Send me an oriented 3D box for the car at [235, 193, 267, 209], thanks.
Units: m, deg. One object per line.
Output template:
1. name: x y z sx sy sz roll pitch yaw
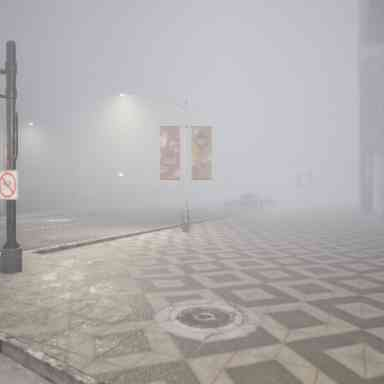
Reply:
1. car: 8.202 1.189 45.830 2.150 2.045 5.566 0 0 26

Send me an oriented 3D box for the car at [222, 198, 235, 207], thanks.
1. car: 6.150 1.571 49.048 1.895 1.301 4.718 0 0 27

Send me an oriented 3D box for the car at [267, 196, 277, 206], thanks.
1. car: 12.719 1.449 55.159 2.128 1.511 4.902 0 0 26

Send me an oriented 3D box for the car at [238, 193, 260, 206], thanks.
1. car: 9.811 1.183 56.612 2.150 2.045 5.566 0 0 26
